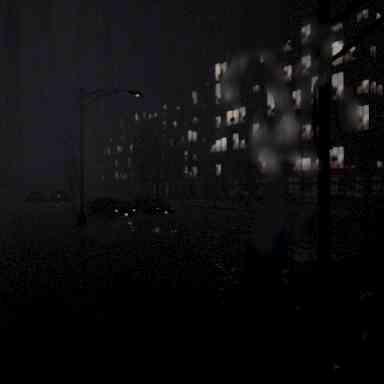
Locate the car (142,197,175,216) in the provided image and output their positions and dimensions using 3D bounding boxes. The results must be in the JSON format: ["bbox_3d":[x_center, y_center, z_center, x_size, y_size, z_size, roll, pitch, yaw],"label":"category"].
[{"bbox_3d":[-3.556,1.096,26.781,2.033,1.411,5.357,0,1,-38],"label":"car"}]

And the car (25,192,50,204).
[{"bbox_3d":[-20.046,0.673,42.619,1.812,1.442,4.674,0,1,-38],"label":"car"}]

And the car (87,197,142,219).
[{"bbox_3d":[-6.113,1.108,24.775,2.033,1.411,5.357,0,1,-38],"label":"car"}]

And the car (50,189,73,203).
[{"bbox_3d":[-17.830,0.476,45.065,2.097,1.767,4.553,0,1,-38],"label":"car"}]
